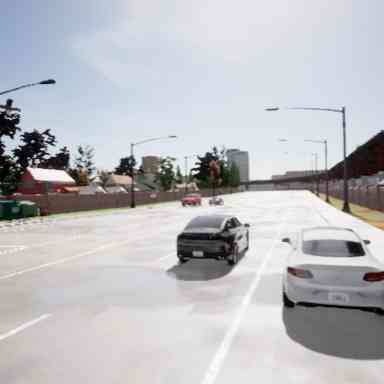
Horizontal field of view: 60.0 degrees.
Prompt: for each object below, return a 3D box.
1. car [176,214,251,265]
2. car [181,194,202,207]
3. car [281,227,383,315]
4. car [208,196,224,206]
[{"bbox_3d":[0.913,1.559,12.022,1.837,1.490,4.892,-1,0,18],"label":"car"},{"bbox_3d":[-0.022,1.375,55.370,2.150,2.045,5.566,-1,1,18],"label":"car"},{"bbox_3d":[3.041,1.509,7.520,1.812,1.442,4.674,-1,0,18],"label":"car"},{"bbox_3d":[4.154,1.523,56.904,2.128,1.511,4.902,-1,1,18],"label":"car"}]
